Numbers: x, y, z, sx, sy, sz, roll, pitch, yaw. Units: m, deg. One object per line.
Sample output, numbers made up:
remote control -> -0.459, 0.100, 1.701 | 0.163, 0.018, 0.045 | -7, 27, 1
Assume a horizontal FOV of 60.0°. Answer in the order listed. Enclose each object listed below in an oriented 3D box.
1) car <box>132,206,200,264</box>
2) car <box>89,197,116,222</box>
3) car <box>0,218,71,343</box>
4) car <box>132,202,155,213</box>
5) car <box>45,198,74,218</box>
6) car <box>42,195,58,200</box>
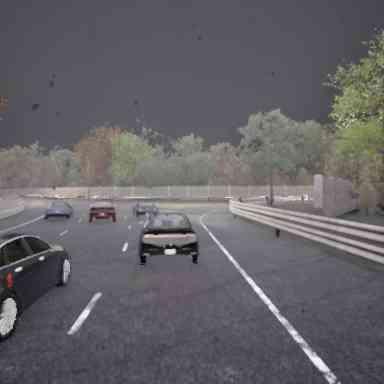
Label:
car -> -0.882, 1.455, 11.741 | 2.128, 1.511, 4.902 | 0, 0, -6
car -> -6.949, 1.414, 25.965 | 1.882, 1.535, 5.008 | 0, 0, -14
car -> -3.777, 1.496, 6.332 | 1.837, 1.490, 4.892 | 0, 0, -4
car -> -4.243, 1.516, 29.603 | 1.895, 1.301, 4.718 | 0, 0, -15
car -> -11.115, 1.507, 28.062 | 1.994, 1.385, 4.181 | 0, 0, -15
car -> -34.371, 1.443, 80.431 | 4.718, 1.301, 1.895 | 0, 0, 44
